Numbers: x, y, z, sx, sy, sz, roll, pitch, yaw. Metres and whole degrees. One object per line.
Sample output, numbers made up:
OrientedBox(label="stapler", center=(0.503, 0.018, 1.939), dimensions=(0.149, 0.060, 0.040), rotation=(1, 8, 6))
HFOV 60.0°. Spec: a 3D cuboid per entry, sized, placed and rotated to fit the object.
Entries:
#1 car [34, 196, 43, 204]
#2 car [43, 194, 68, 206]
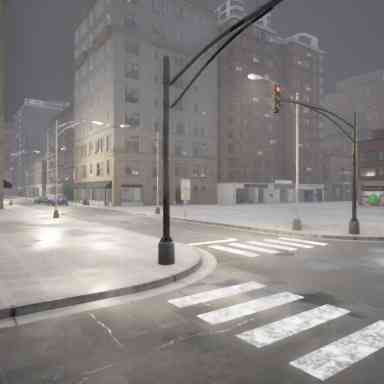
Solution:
OrientedBox(label="car", center=(-25.376, 1.292, 56.349), dimensions=(1.994, 1.385, 4.181), rotation=(0, 0, -36))
OrientedBox(label="car", center=(-19.582, 1.123, 48.234), dimensions=(2.097, 1.767, 4.553), rotation=(0, 0, -36))
